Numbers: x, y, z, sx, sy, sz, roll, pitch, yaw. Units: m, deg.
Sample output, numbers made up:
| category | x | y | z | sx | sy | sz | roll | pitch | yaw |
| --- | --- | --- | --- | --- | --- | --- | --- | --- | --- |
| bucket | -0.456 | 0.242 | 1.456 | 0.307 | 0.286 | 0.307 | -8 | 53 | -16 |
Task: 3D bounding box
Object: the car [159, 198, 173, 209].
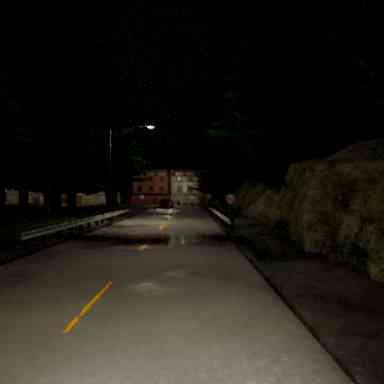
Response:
| category | x | y | z | sx | sy | sz | roll | pitch | yaw |
| --- | --- | --- | --- | --- | --- | --- | --- | --- | --- |
| car | -4.190 | 1.824 | 53.965 | 2.097 | 1.767 | 4.553 | 0 | -1 | 0 |
